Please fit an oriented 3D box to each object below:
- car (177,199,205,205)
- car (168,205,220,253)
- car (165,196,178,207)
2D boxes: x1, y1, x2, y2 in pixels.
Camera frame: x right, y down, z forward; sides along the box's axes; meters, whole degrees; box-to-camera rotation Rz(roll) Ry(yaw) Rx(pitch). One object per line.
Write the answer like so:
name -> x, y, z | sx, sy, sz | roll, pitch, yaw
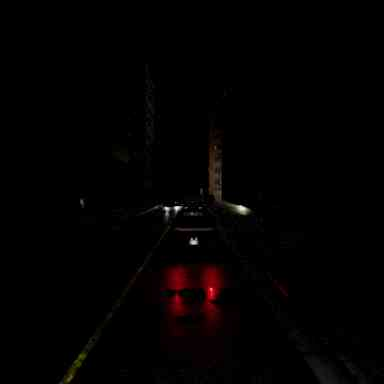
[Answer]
car -> 0.090, 1.478, 28.994 | 2.128, 1.511, 4.902 | 0, 0, 0
car -> 0.080, 1.486, 13.626 | 2.128, 1.511, 4.902 | 0, 0, 0
car -> -3.046, 1.463, 51.420 | 1.837, 1.490, 4.892 | 0, 0, 0
